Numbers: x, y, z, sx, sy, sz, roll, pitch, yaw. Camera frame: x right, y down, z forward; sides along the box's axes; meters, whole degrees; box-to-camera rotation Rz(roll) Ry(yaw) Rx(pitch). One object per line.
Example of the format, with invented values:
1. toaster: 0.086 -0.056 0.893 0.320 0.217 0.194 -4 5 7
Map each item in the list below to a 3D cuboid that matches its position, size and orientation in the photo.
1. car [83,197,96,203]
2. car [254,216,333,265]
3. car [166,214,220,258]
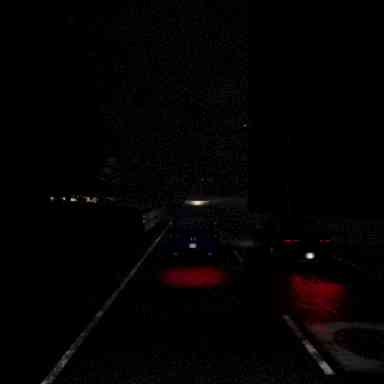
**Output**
1. car: -27.207 2.140 88.442 4.181 1.385 1.994 1 0 44
2. car: 3.538 1.658 12.324 1.837 1.490 4.892 0 0 1
3. car: 0.050 1.644 13.498 1.882 1.535 5.008 0 0 1
